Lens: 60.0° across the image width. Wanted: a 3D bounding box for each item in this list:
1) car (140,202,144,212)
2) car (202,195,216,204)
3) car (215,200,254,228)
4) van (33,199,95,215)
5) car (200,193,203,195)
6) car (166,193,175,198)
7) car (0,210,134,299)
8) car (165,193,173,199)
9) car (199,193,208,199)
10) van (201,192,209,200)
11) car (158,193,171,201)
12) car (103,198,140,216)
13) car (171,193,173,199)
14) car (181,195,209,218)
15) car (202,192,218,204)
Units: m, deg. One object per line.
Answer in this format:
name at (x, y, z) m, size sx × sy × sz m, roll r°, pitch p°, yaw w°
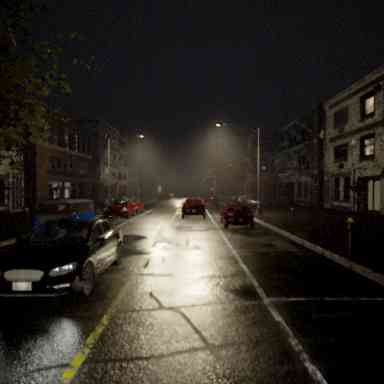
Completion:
car at (-5.660, 1.352, 31.809) m, size 1.802 × 1.307 × 4.206 m, roll 0°, pitch 0°, yaw 0°
car at (2.744, 1.160, 53.976) m, size 2.008 × 1.369 × 4.403 m, roll -1°, pitch 0°, yaw 0°
car at (2.709, 1.395, 20.713) m, size 1.887 × 1.381 × 4.507 m, roll -1°, pitch 0°, yaw 0°
van at (-5.679, 1.232, 15.176) m, size 1.690 × 1.788 × 3.998 m, roll -1°, pitch 0°, yaw 0°
car at (0.147, 1.237, 45.205) m, size 1.994 × 1.385 × 4.181 m, roll 0°, pitch 0°, yaw 0°
car at (-5.602, 0.913, 87.248) m, size 1.887 × 1.381 × 4.507 m, roll 0°, pitch 0°, yaw 0°
car at (-3.057, 1.431, 8.460) m, size 2.128 × 1.511 × 4.902 m, roll 0°, pitch 0°, yaw 0°
car at (-5.609, 0.935, 81.534) m, size 1.752 × 1.417 × 4.829 m, roll 0°, pitch 0°, yaw 0°
car at (2.773, 0.974, 81.695) m, size 1.947 × 1.339 × 4.313 m, roll -1°, pitch 0°, yaw 0°
van at (2.760, 0.830, 70.606) m, size 1.690 × 1.788 × 3.998 m, roll -1°, pitch 0°, yaw 0°
car at (-5.625, 1.074, 65.072) m, size 1.887 × 1.381 × 4.507 m, roll 0°, pitch 0°, yaw 0°
car at (-5.666, 1.251, 26.264) m, size 1.967 × 1.590 × 4.097 m, roll 0°, pitch 0°, yaw 0°
car at (-5.620, 1.034, 70.616) m, size 1.887 × 1.381 × 4.507 m, roll 0°, pitch 0°, yaw 0°
car at (0.130, 1.277, 27.757) m, size 1.882 × 1.535 × 5.008 m, roll 0°, pitch 0°, yaw 0°
car at (2.736, 0.965, 48.430) m, size 2.192 × 1.841 × 5.009 m, roll -1°, pitch 0°, yaw 0°
